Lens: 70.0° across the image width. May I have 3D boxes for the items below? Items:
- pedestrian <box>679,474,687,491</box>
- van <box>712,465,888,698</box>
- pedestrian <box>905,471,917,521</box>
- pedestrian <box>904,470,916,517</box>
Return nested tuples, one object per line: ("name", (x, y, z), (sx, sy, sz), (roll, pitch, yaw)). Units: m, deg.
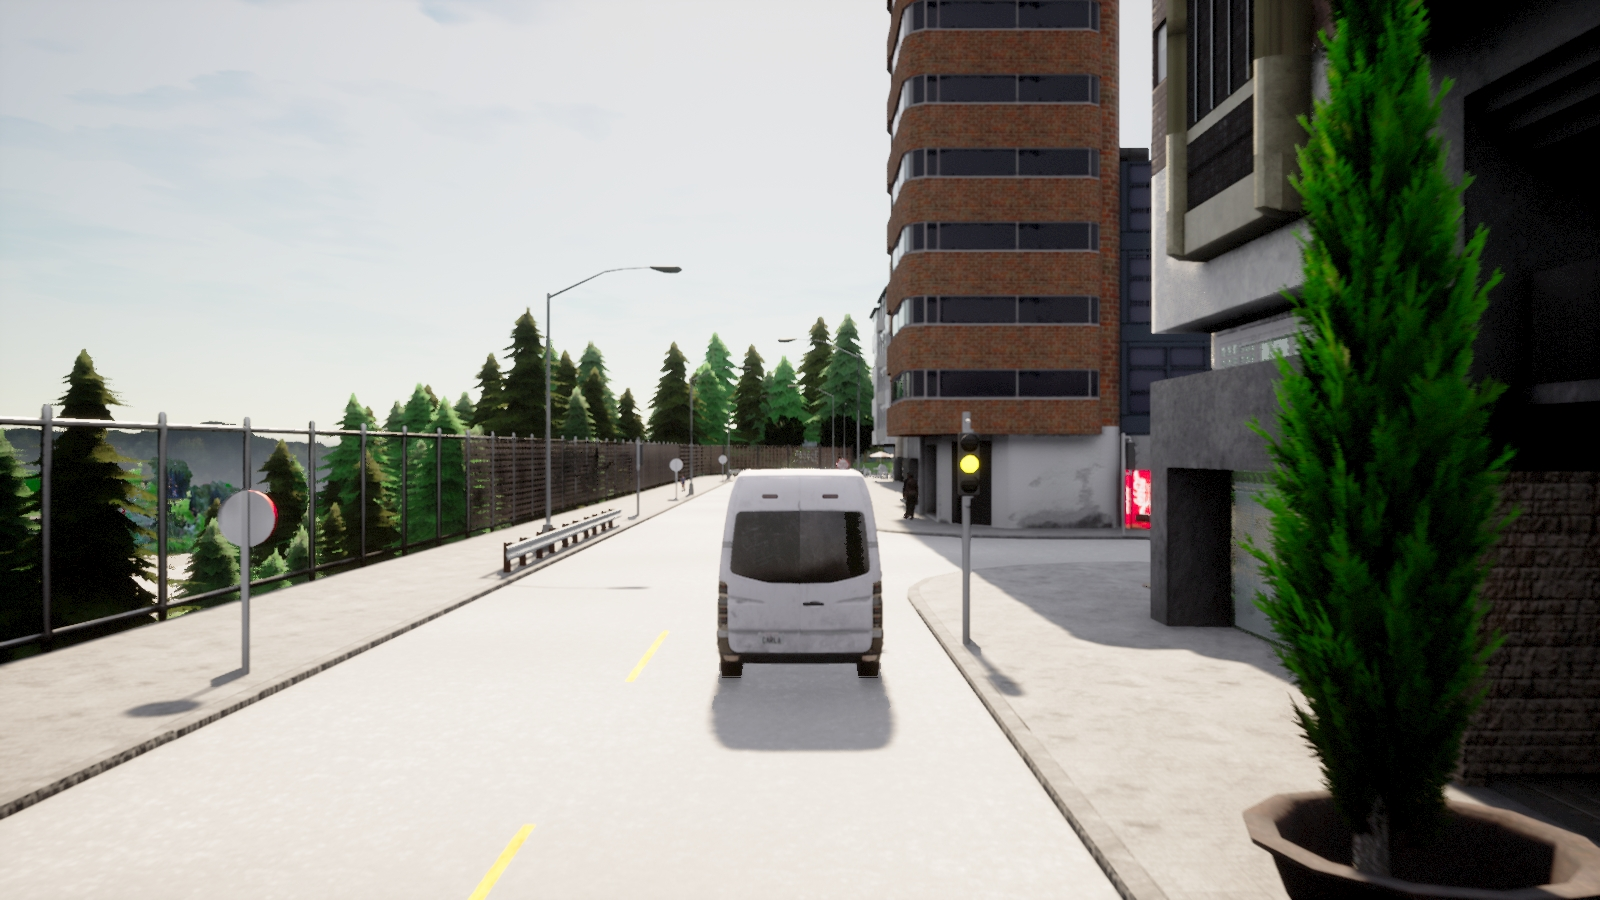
("pedestrian", (-7.572, 2.099, 74.041), (0.500, 1.100, 0.500), (0, 0, 1))
("van", (-0.005, 1.529, 15.898), (1.988, 2.561, 5.915), (0, 0, 0))
("pedestrian", (4.178, 1.721, 43.115), (0.375, 1.860, 0.375), (0, 0, -10))
("pedestrian", (4.393, 1.721, 45.734), (0.375, 1.860, 0.375), (0, 0, -9))
